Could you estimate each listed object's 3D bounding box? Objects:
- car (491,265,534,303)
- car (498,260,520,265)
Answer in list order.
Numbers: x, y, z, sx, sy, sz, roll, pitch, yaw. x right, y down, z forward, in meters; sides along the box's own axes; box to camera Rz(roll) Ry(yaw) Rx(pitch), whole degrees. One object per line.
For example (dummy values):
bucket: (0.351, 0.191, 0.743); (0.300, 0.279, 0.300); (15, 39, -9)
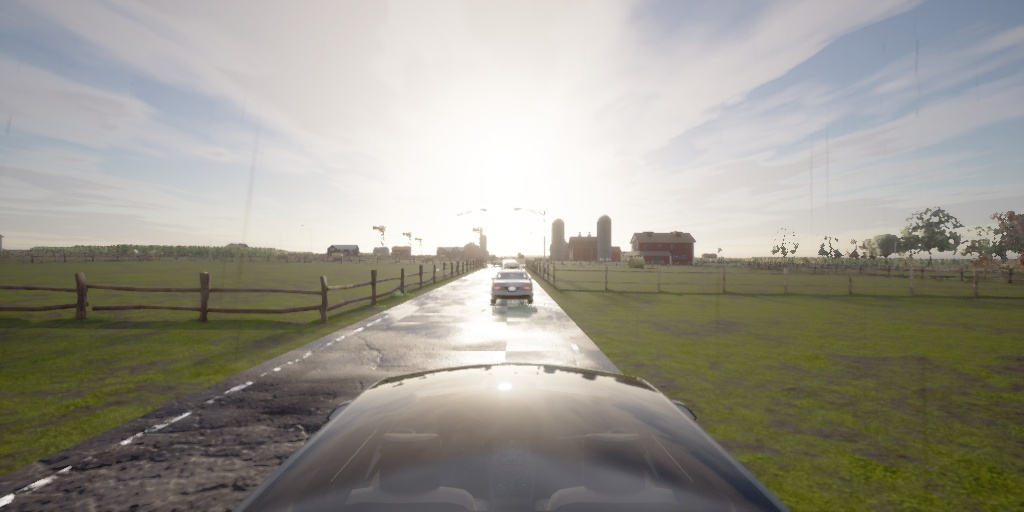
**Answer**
car: (0.000, 1.315, 16.500); (2.033, 1.411, 5.357); (0, 0, 0)
car: (0.000, 1.273, 31.500); (1.837, 1.490, 4.892); (0, 0, 0)
